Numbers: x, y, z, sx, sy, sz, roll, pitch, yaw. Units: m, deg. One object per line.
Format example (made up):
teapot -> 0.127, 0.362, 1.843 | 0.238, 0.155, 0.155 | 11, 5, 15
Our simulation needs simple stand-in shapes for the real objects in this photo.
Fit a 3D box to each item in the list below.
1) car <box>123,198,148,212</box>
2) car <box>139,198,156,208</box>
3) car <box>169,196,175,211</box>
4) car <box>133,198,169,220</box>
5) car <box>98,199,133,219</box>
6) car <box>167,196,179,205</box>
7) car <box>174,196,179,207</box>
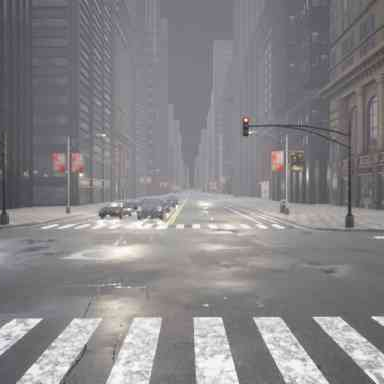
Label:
car -> -6.586, 1.521, 39.465 | 2.033, 1.411, 5.357 | 0, 0, 0
car -> -6.588, 1.563, 49.551 | 1.895, 1.301, 4.718 | 0, 0, 0
car -> -3.338, 1.523, 37.584 | 2.033, 1.411, 5.357 | 0, 0, 0
car -> -3.340, 1.336, 28.109 | 2.097, 1.767, 4.553 | 0, 0, 0
car -> -6.564, 1.531, 29.366 | 2.033, 1.411, 5.357 | 0, 0, 4
car -> -3.300, 1.454, 57.857 | 1.837, 1.490, 4.892 | 0, 0, 0
car -> -3.341, 1.529, 47.483 | 1.994, 1.385, 4.181 | 0, 0, 0
